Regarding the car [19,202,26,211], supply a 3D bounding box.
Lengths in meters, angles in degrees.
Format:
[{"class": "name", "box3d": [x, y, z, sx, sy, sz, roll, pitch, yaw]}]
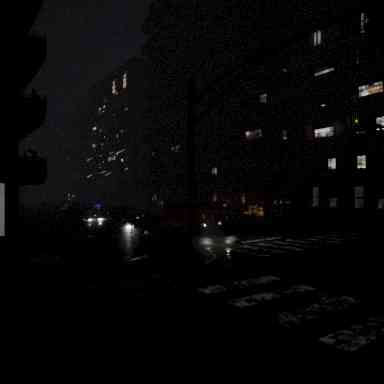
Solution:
[{"class": "car", "box3d": [-31.840, 2.770, 61.332, 1.887, 1.381, 4.507, -1, 0, -36]}]

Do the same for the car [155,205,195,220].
[{"class": "car", "box3d": [-1.853, 2.045, 34.177, 1.887, 1.381, 4.507, -1, 0, -36]}]

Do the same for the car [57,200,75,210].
[{"class": "car", "box3d": [-25.122, 2.524, 66.278, 2.192, 1.841, 5.009, -1, 0, -36]}]

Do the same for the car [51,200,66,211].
[{"class": "car", "box3d": [-22.676, 2.570, 58.574, 2.128, 1.511, 4.902, 0, -1, -36]}]

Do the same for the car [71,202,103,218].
[{"class": "car", "box3d": [-12.198, 2.234, 38.685, 2.033, 1.411, 5.357, 0, -1, -36]}]

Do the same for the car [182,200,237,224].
[{"class": "car", "box3d": [1.464, 1.713, 29.592, 2.192, 1.841, 5.009, -1, 0, -36]}]

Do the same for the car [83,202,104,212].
[{"class": "car", "box3d": [-16.368, 2.433, 55.051, 1.882, 1.535, 5.008, 0, -1, -36]}]

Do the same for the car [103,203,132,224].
[{"class": "car", "box3d": [-6.048, 2.003, 30.181, 1.837, 1.490, 4.892, 0, -1, -36]}]

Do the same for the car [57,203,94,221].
[{"class": "car", "box3d": [-11.899, 2.163, 33.816, 1.887, 1.381, 4.507, -1, 0, -36]}]

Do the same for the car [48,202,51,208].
[{"class": "car", "box3d": [-28.446, 2.624, 70.865, 2.192, 1.841, 5.009, -1, 0, -36]}]

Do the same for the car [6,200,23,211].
[{"class": "car", "box3d": [-35.169, 2.640, 65.917, 2.192, 1.841, 5.009, -1, 0, -36]}]

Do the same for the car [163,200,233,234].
[{"class": "car", "box3d": [0.013, 1.532, 21.804, 2.150, 2.045, 5.566, 0, -1, -36]}]

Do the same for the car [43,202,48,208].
[{"class": "car", "box3d": [-31.763, 2.973, 75.450, 1.947, 1.339, 4.313, -1, 0, -36]}]

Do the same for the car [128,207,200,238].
[{"class": "car", "box3d": [-1.829, 1.833, 19.920, 1.752, 1.417, 4.829, -1, 0, -36]}]

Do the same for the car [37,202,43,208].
[{"class": "car", "box3d": [-35.087, 3.050, 80.036, 1.887, 1.381, 4.507, -1, 0, -36]}]

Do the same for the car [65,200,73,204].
[{"class": "car", "box3d": [-17.501, 2.273, 51.435, 2.097, 1.767, 4.553, 0, -1, -36]}]
